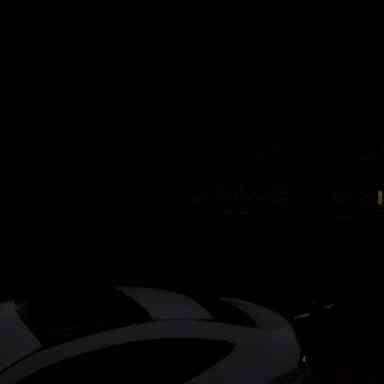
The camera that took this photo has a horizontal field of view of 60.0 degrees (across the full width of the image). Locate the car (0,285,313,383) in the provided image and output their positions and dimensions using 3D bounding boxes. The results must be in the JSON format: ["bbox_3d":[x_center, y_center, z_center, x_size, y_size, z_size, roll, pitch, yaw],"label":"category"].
[{"bbox_3d":[-1.069,1.527,2.284,4.674,1.442,1.812,0,0,-36],"label":"car"}]
